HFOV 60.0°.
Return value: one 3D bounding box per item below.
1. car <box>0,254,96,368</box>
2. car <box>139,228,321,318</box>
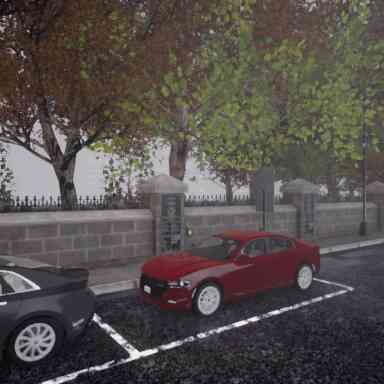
[{"bbox_3d":[-3.478,1.551,4.174,4.403,1.369,2.008,0,0,-35],"label":"car"},{"bbox_3d":[1.012,1.545,7.421,4.507,1.381,1.887,0,0,-35],"label":"car"}]
